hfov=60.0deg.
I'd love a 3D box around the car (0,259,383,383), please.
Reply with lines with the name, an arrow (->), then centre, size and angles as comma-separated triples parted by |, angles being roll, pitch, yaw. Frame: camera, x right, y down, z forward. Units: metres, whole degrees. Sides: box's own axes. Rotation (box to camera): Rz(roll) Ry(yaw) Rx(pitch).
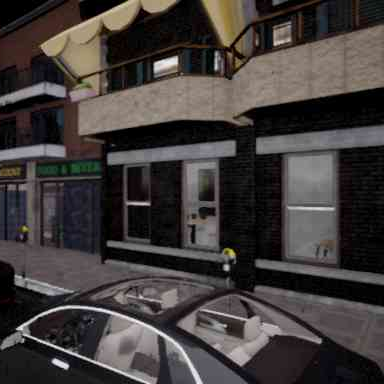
car -> -0.568, 1.553, 3.277 | 4.403, 1.369, 2.008 | 0, 0, 35
